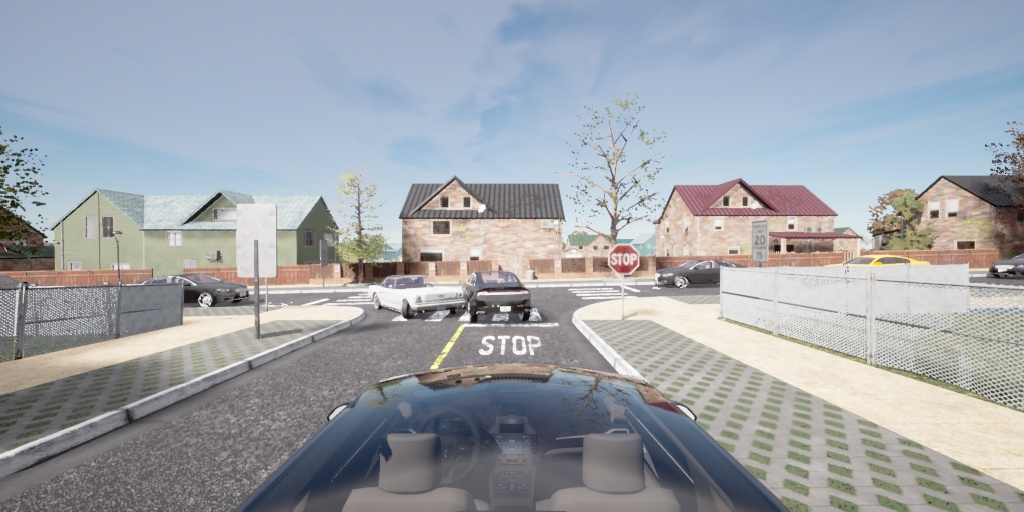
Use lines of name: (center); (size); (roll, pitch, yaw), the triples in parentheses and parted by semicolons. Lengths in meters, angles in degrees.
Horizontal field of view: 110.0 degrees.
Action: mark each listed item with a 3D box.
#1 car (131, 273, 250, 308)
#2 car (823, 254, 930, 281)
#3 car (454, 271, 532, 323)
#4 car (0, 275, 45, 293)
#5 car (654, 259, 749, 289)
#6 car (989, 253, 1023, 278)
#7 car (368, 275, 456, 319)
car: (-14.902, 1.567, 16.560); (4.902, 1.511, 2.128); (-1, 1, 0)
car: (19.762, 0.691, 19.648); (5.008, 1.535, 1.882); (-1, 1, -1)
car: (-0.685, 1.243, 12.204); (2.128, 1.511, 4.902); (0, 0, -12)
car: (-24.239, 1.648, 16.519); (4.553, 1.767, 2.097); (-1, 1, 0)
car: (10.331, 0.926, 19.612); (4.902, 1.511, 2.128); (-1, 1, 0)
car: (29.386, 0.478, 19.684); (4.902, 1.511, 2.128); (-1, 1, 0)
car: (-3.602, 1.368, 13.064); (1.895, 1.301, 4.718); (0, 0, -38)
